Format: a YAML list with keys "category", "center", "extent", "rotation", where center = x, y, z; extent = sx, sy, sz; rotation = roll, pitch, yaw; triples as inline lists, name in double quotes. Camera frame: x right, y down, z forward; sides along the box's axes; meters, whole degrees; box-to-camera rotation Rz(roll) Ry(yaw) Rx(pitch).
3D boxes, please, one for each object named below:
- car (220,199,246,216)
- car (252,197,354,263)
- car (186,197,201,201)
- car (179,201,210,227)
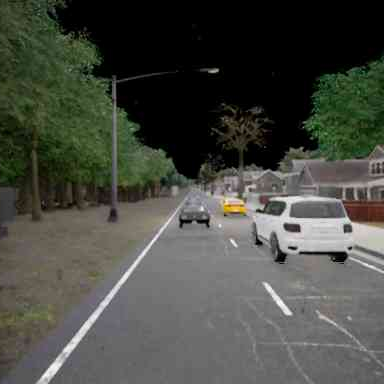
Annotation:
- category: "car"
  center: [3.674, 1.337, 30.328]
  extent: [1.882, 1.535, 5.008]
  rotation: [0, 0, 0]
- category: "car"
  center: [3.627, 1.167, 11.884]
  extent: [2.150, 2.045, 5.566]
  rotation: [0, 0, 0]
- category: "car"
  center: [0.199, 1.365, 42.060]
  extent: [1.994, 1.385, 4.181]
  rotation: [0, 0, 0]
- category: "car"
  center: [0.152, 1.499, 21.794]
  extent: [1.895, 1.301, 4.718]
  rotation: [0, 0, 0]
